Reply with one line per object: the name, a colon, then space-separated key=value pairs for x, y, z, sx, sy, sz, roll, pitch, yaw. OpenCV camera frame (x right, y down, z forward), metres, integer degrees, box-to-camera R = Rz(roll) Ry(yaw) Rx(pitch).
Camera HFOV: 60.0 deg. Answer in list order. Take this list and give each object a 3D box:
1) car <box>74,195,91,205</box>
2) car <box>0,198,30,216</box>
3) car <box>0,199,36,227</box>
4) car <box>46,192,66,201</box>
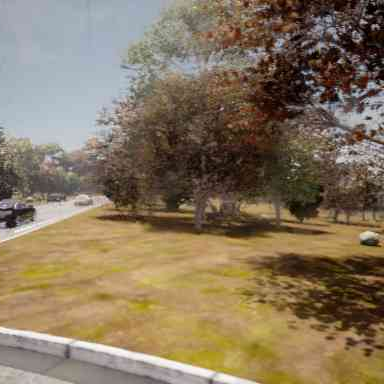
car: x=-15.432 y=1.106 z=47.432 sx=1.812 sy=1.442 sz=4.674 roll=0 pitch=1 yaw=-8
car: x=-16.666 y=1.336 z=30.605 sx=1.994 sy=1.385 sz=4.181 roll=0 pitch=1 yaw=-8
car: x=-11.612 y=1.330 z=21.459 sx=2.128 sy=1.511 sz=4.902 roll=0 pitch=1 yaw=-8
car: x=-18.926 y=0.745 z=46.589 sx=1.882 sy=1.535 sz=5.008 roll=0 pitch=1 yaw=-8
